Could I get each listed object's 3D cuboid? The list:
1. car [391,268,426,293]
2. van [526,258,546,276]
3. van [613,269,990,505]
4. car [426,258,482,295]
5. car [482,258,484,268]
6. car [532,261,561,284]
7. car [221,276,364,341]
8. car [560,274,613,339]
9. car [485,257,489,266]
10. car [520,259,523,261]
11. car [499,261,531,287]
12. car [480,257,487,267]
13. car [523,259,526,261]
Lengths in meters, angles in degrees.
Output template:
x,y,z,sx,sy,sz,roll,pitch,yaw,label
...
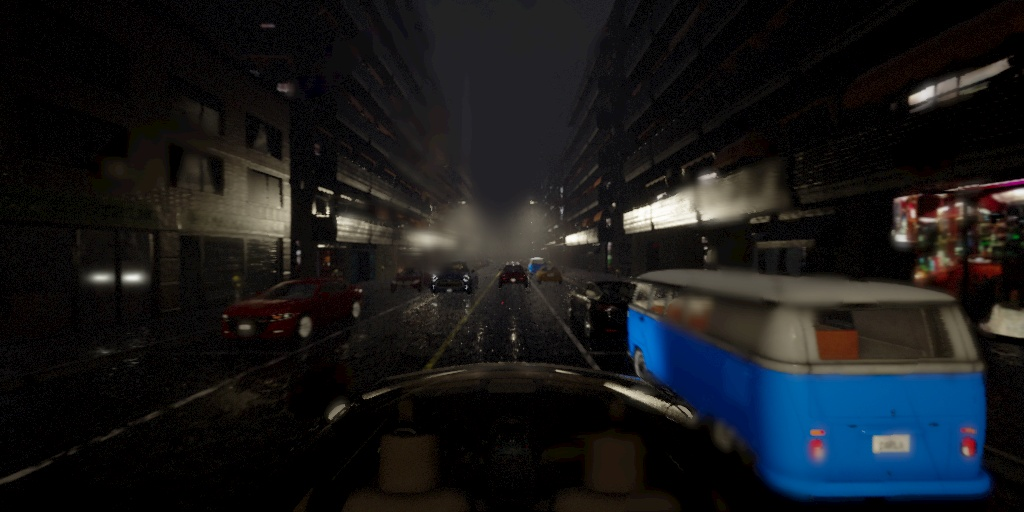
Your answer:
x,y,z,sx,sy,sz,roll,pitch,yaw,label
-5.695,1.340,20.964,1.802,1.307,4.207,0,0,0,car
2.684,1.109,37.523,1.690,1.789,3.998,0,0,0,van
2.688,1.092,4.382,1.690,1.789,3.998,0,0,0,van
-3.077,1.108,19.938,2.097,1.767,4.553,0,0,0,car
-5.699,1.346,54.104,1.948,1.339,4.313,0,0,0,car
2.685,1.286,26.645,1.751,1.417,4.829,0,0,0,car
-5.694,1.298,9.917,1.888,1.381,4.507,0,0,0,car
2.688,1.319,9.906,1.948,1.339,4.313,0,0,0,car
-5.701,1.335,65.152,1.888,1.381,4.507,0,0,0,car
0.095,1.375,46.027,1.895,1.301,4.718,0,0,0,car
0.083,1.285,24.130,1.812,1.442,4.674,0,0,0,car
-5.700,1.330,59.628,1.888,1.381,4.507,0,0,0,car
2.681,1.335,59.616,2.007,1.370,4.403,0,0,0,car
